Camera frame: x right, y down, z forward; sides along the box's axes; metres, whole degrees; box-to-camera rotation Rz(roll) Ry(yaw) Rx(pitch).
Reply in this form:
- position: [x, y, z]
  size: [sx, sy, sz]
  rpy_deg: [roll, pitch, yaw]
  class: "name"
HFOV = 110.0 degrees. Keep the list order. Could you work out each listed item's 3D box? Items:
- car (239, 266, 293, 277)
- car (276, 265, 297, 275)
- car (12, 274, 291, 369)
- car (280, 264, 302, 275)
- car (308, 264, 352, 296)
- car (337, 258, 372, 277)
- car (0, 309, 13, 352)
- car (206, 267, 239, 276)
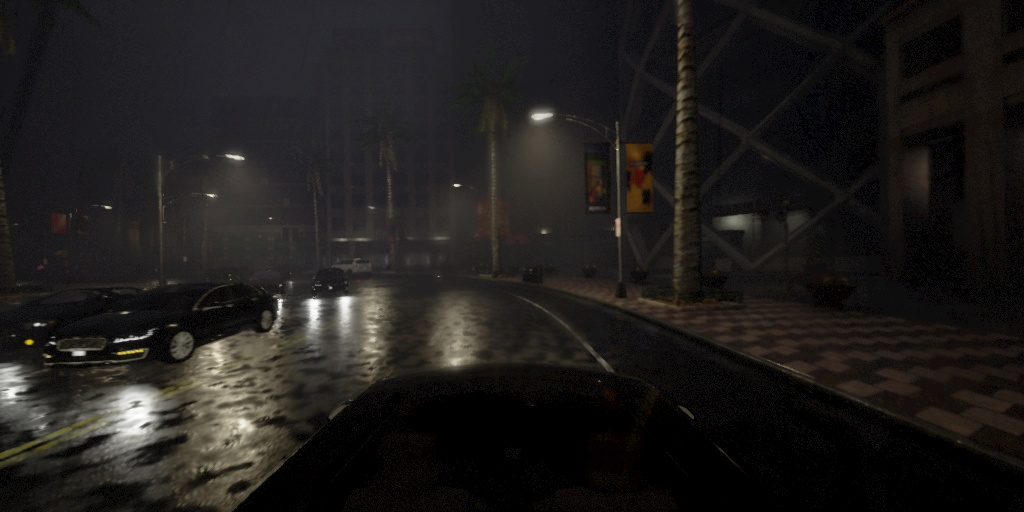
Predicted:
- position: [-14.705, 1.568, 21.699]
  size: [2.033, 1.411, 5.357]
  rpy_deg: [-1, 0, -30]
  class: "car"
- position: [-24.035, 1.793, 35.901]
  size: [4.718, 1.301, 1.895]
  rpy_deg: [-1, 0, 32]
  class: "car"
- position: [-7.555, 1.396, 8.468]
  size: [1.837, 1.490, 4.892]
  rpy_deg: [-1, 0, -6]
  class: "car"
- position: [-29.402, 1.767, 46.167]
  size: [5.008, 1.535, 1.882]
  rpy_deg: [-1, 0, 20]
  class: "car"
- position: [-10.712, 1.449, 21.173]
  size: [1.837, 1.490, 4.892]
  rpy_deg: [-1, 0, -27]
  class: "car"
- position: [-18.026, 1.298, 40.224]
  size: [5.566, 2.045, 2.150]
  rpy_deg: [-1, 0, 35]
  class: "car"
- position: [-11.126, 1.523, 9.476]
  size: [1.994, 1.385, 4.181]
  rpy_deg: [-1, 0, -6]
  class: "car"
- position: [-26.638, 1.791, 33.441]
  size: [4.892, 1.490, 1.837]
  rpy_deg: [-1, 0, 30]
  class: "car"
